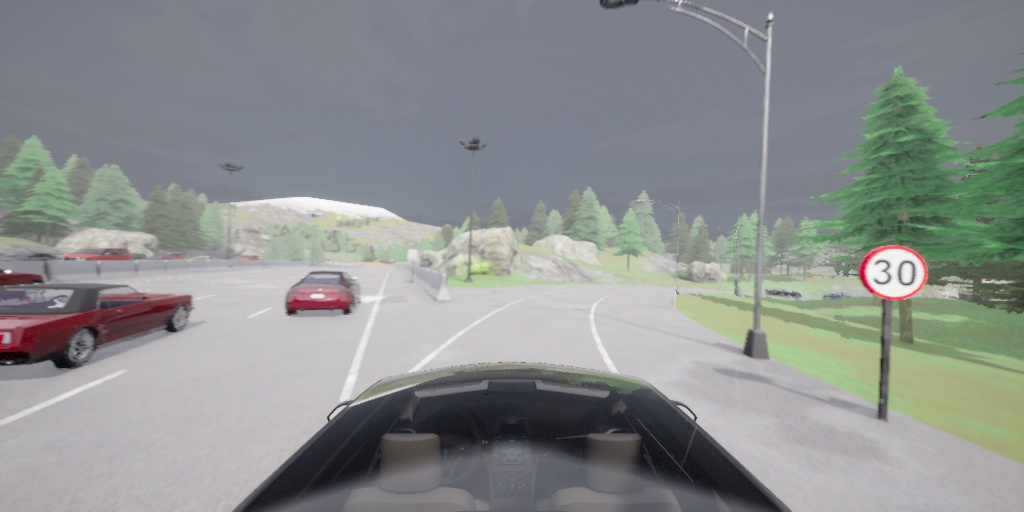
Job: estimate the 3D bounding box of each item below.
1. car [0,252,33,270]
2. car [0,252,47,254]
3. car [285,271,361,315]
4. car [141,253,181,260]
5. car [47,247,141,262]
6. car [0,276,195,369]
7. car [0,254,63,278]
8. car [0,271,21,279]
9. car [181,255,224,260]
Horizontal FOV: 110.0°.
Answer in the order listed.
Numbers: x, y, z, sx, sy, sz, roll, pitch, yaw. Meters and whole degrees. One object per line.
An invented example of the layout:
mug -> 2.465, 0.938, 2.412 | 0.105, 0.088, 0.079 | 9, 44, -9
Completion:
car -> -41.148, 0.371, 27.799 | 2.033, 1.411, 5.357 | 2, -1, -18
car -> -37.396, 0.427, 27.539 | 1.837, 1.490, 4.892 | 2, -1, -18
car -> -6.705, 1.222, 13.120 | 1.994, 1.385, 4.181 | 2, 0, -18
car -> -42.401, 0.685, 42.872 | 1.994, 1.385, 4.181 | 2, -1, -18
car -> -34.468, 0.272, 29.856 | 2.150, 2.045, 5.566 | 2, -1, -18
car -> -8.337, 1.156, 6.902 | 1.895, 1.301, 4.718 | 2, -1, -18
car -> -16.929, 0.793, 10.642 | 1.882, 1.535, 5.008 | 2, -1, -18
car -> -11.655, 1.031, 5.789 | 1.895, 1.301, 4.718 | 2, -1, -18
car -> -39.796, 0.752, 46.206 | 1.882, 1.535, 5.008 | 2, -2, -18
